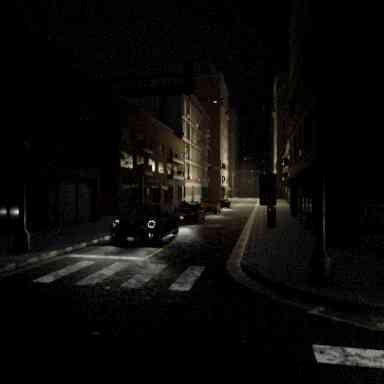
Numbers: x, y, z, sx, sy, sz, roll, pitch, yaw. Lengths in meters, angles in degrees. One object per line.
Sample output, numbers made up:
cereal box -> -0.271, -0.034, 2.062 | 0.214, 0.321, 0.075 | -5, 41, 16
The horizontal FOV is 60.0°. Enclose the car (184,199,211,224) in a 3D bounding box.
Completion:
car -> -0.194, 1.450, 24.710 | 2.128, 1.511, 4.902 | 0, 0, 12

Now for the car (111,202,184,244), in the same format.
car -> -2.073, 1.327, 15.770 | 2.097, 1.767, 4.553 | 0, 0, 12

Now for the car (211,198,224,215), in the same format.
car -> 1.817, 1.417, 34.125 | 1.882, 1.535, 5.008 | 0, 0, 12

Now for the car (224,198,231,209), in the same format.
car -> 4.066, 1.479, 44.492 | 1.994, 1.385, 4.181 | 0, 0, 13
